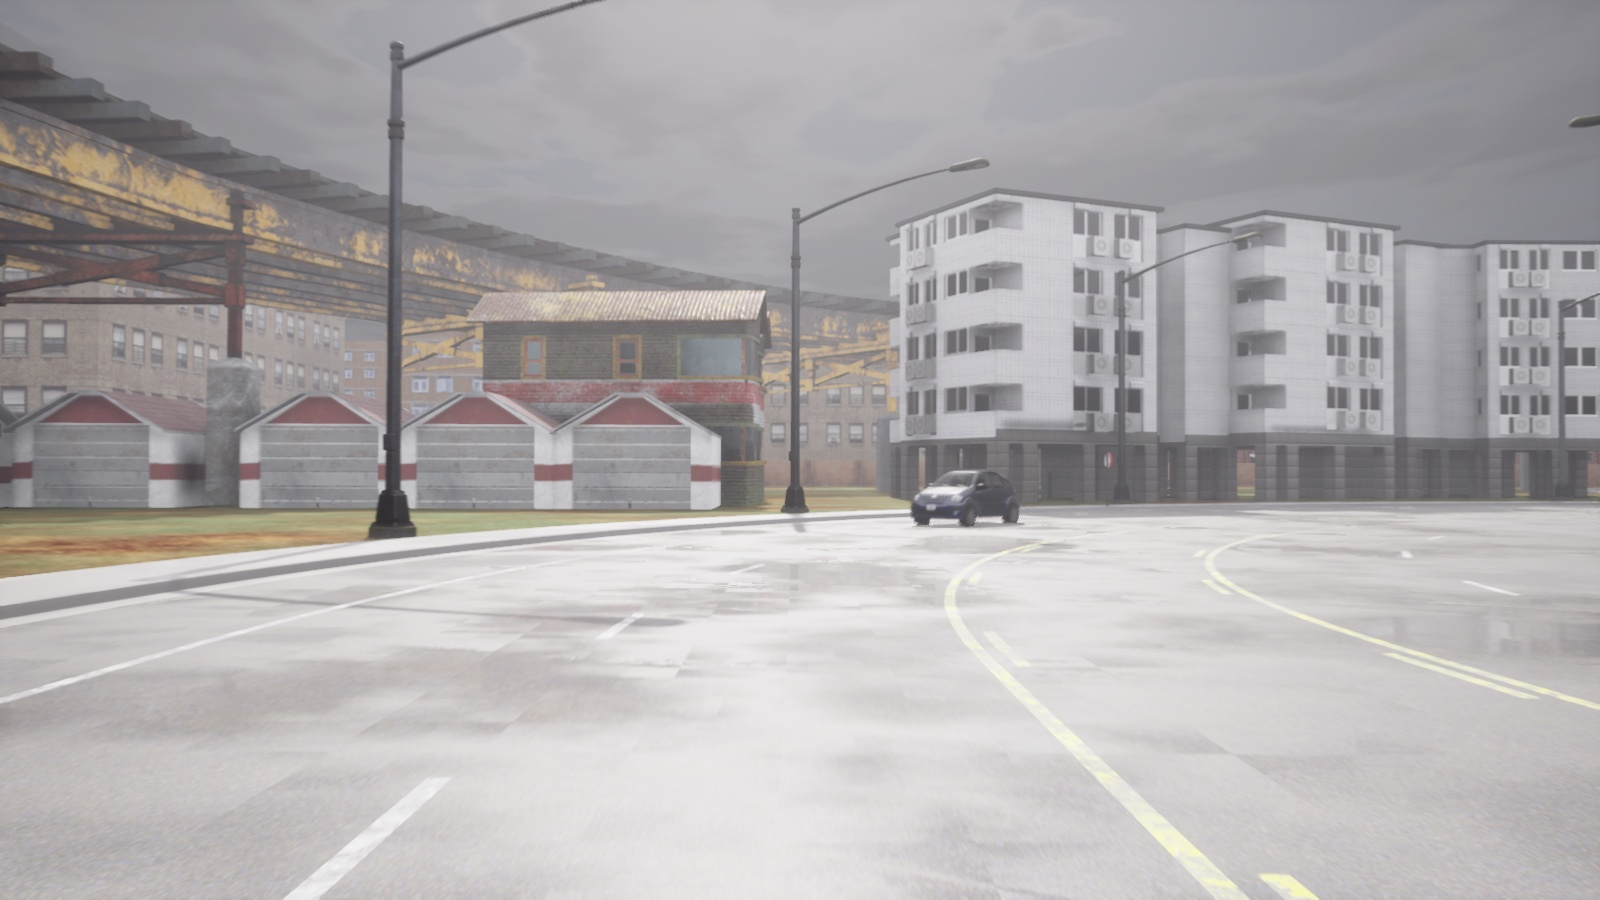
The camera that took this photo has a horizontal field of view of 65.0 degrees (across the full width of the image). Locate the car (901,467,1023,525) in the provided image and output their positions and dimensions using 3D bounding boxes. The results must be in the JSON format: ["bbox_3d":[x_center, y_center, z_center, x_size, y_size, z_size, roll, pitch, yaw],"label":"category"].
[{"bbox_3d":[4.784,1.302,36.721,1.851,1.617,3.988,-1,-1,36],"label":"car"}]
